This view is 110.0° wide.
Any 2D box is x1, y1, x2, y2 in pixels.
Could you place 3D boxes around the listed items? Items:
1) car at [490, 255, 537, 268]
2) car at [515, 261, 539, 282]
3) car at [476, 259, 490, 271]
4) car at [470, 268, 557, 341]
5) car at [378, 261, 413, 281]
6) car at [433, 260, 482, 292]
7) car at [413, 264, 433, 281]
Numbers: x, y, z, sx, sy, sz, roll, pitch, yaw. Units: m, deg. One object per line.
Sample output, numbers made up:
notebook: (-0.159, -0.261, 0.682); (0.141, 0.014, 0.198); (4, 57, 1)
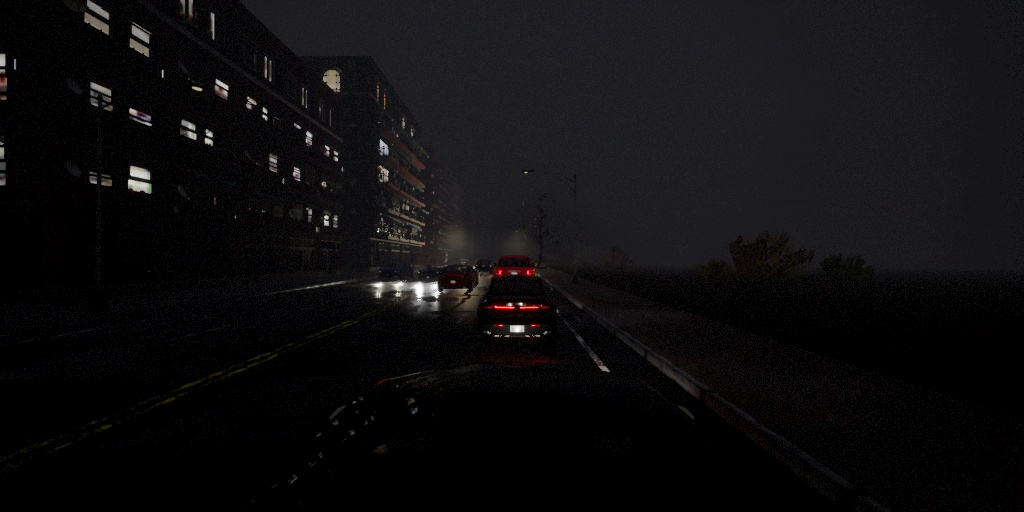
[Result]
car: (0.118, 0.975, 20.178); (2.150, 2.045, 5.566); (0, 0, 0)
car: (1.166, 1.209, 30.585); (1.801, 1.575, 5.366); (0, 0, 0)
car: (-3.114, 1.106, 41.594); (2.097, 1.767, 4.553); (0, 0, 0)
car: (0.110, 1.256, 9.831); (1.837, 1.490, 4.892); (0, 0, 0)
car: (-9.822, 1.232, 30.785); (1.882, 1.535, 5.008); (0, 0, 0)
car: (-3.130, 1.231, 21.532); (1.882, 1.535, 5.008); (0, 0, 0)
car: (-6.571, 1.355, 30.232); (1.895, 1.301, 4.718); (0, 0, 0)
